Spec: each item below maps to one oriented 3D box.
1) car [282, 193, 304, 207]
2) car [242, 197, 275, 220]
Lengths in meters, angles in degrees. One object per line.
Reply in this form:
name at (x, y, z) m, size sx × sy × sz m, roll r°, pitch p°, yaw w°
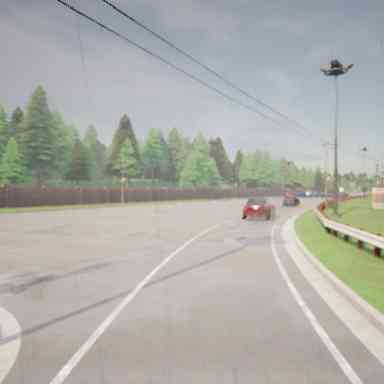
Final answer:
car at (14.196, 1.249, 47.526) m, size 2.128 × 1.511 × 4.902 m, roll 0°, pitch 0°, yaw 26°
car at (5.477, 1.206, 26.817) m, size 2.097 × 1.767 × 4.553 m, roll 0°, pitch 0°, yaw 20°
